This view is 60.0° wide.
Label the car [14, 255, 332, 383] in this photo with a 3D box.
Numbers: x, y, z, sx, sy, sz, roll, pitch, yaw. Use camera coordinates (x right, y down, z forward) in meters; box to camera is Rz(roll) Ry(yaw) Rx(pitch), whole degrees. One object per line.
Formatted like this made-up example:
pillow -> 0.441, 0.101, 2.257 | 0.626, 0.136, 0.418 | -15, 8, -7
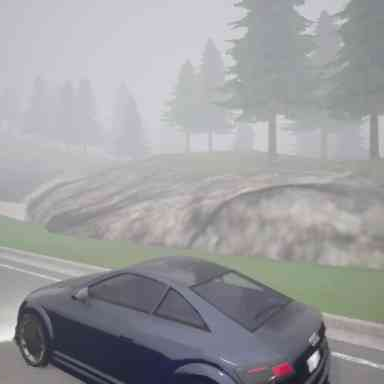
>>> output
car -> -0.466, 1.565, 4.330 | 4.181, 1.385, 1.994 | 0, 0, 36
